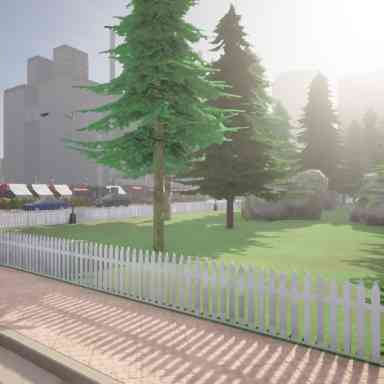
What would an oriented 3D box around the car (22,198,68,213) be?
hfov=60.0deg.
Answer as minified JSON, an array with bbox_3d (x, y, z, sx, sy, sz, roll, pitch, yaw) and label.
[{"bbox_3d":[-16.542,1.478,37.612,1.882,1.535,5.008,0,0,34],"label":"car"}]

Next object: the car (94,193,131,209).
[{"bbox_3d":[-10.867,1.222,46.007,2.150,2.045,5.566,0,0,34],"label":"car"}]

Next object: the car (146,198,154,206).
[{"bbox_3d":[-5.366,1.352,54.089,2.097,1.767,4.553,0,0,34],"label":"car"}]

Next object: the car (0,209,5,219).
[{"bbox_3d":[-16.520,1.526,24.748,1.812,1.442,4.674,0,0,34],"label":"car"}]
